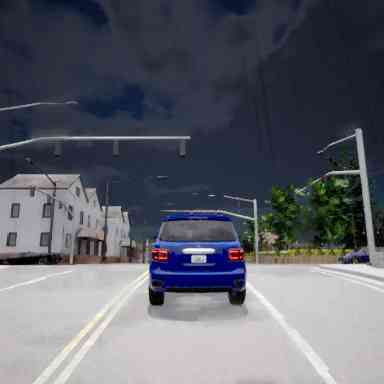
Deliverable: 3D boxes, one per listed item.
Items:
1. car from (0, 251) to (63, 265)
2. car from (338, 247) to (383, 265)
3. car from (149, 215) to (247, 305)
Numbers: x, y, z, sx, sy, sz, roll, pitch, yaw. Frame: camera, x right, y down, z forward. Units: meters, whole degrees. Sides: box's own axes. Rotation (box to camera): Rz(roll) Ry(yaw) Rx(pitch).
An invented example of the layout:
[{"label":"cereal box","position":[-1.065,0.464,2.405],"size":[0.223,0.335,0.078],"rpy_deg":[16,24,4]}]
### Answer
[{"label":"car","position":[-12.751,5.320,26.142],"size":[4.718,1.301,1.895],"rpy_deg":[-7,-12,2]},{"label":"car","position":[15.428,5.658,29.605],"size":[4.553,1.767,2.097],"rpy_deg":[0,-12,1]},{"label":"car","position":[0.079,1.761,9.303],"size":[2.150,2.045,5.566],"rpy_deg":[0,-7,-1]}]
